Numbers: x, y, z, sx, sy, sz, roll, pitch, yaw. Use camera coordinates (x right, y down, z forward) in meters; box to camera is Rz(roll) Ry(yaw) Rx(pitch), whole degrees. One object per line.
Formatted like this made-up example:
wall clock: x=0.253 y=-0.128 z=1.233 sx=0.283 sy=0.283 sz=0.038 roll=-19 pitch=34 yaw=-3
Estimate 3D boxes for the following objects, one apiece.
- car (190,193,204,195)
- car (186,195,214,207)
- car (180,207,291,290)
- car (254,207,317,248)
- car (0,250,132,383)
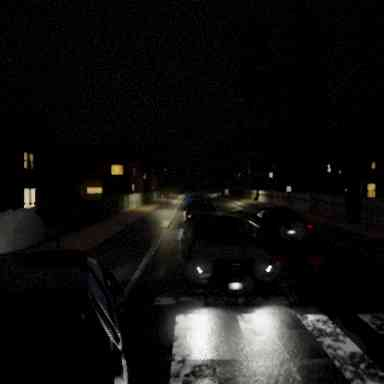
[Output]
car: x=0.483 y=0.883 z=32.291 sx=1.882 sy=1.535 sz=5.008 roll=0 pitch=1 yaw=0
car: x=0.513 y=1.167 z=20.188 sx=2.033 sy=1.411 sz=5.357 roll=0 pitch=1 yaw=0
car: x=0.669 y=1.366 z=9.015 sx=2.033 sy=1.411 sz=5.357 roll=0 pitch=1 yaw=-4
car: x=3.374 y=1.298 z=13.297 sx=1.994 sy=1.385 sz=4.181 roll=0 pitch=1 yaw=0
car: x=-1.786 y=1.435 z=3.756 sx=2.033 sy=1.411 sz=5.357 roll=-1 pitch=5 yaw=-19
